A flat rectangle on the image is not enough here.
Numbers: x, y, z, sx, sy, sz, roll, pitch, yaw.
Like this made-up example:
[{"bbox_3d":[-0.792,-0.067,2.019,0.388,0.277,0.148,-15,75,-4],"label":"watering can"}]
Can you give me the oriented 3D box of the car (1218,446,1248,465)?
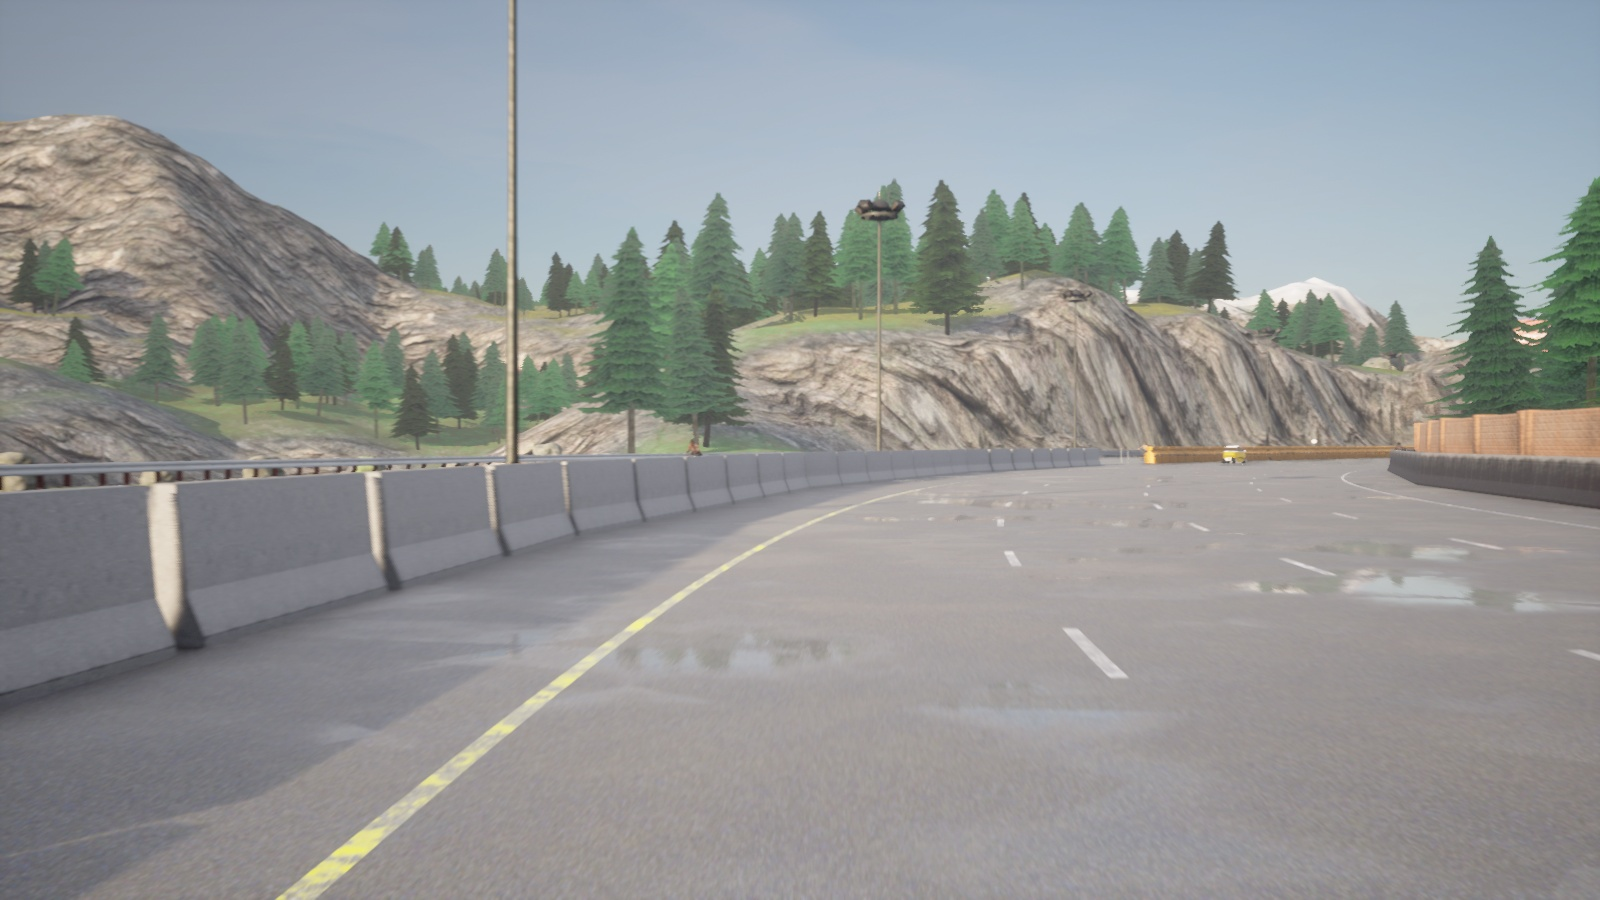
[{"bbox_3d":[32.203,0.387,93.466,1.481,1.376,2.207,0,1,37],"label":"car"}]
